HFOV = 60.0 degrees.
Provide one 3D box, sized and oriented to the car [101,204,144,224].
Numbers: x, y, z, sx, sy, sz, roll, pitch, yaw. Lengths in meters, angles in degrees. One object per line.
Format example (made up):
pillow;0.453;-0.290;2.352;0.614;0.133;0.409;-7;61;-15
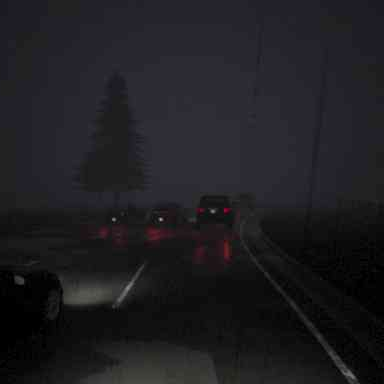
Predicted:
car;-4.839;1.538;24.613;1.895;1.301;4.718;0;0;11

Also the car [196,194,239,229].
car;1.676;1.190;21.520;2.150;2.045;5.566;0;0;10

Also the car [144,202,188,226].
car;-1.504;1.458;23.249;1.837;1.490;4.892;0;0;11

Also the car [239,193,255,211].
car;6.343;1.177;40.021;2.150;2.045;5.566;1;0;8

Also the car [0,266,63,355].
car;-3.213;1.505;3.952;1.812;1.442;4.674;0;0;1
